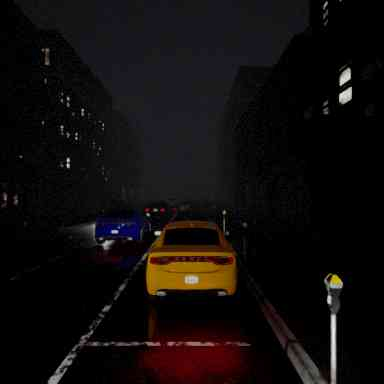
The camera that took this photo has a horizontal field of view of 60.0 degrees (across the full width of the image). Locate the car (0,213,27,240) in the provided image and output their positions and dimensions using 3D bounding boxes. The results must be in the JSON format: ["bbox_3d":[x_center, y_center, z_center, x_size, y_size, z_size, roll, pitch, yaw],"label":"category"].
[{"bbox_3d":[-8.835,1.583,14.612,1.802,1.307,4.206,0,0,0],"label":"car"}]

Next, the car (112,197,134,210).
[{"bbox_3d":[-8.834,1.439,42.793,1.967,1.590,4.097,0,0,0],"label":"car"}]

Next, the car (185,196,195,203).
[{"bbox_3d":[-0.453,1.545,70.970,2.008,1.369,4.403,0,0,0],"label":"car"}]

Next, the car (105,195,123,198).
[{"bbox_3d":[-8.833,1.314,37.157,2.192,1.841,5.009,0,0,0],"label":"car"}]

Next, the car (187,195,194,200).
[{"bbox_3d":[-0.452,1.513,93.685,1.752,1.417,4.829,0,0,0],"label":"car"}]

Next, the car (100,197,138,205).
[{"bbox_3d":[-6.243,1.492,28.226,2.128,1.511,4.902,0,0,0],"label":"car"}]

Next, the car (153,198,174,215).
[{"bbox_3d":[-3.050,1.547,29.963,2.033,1.411,5.357,0,0,0],"label":"car"}]

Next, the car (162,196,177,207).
[{"bbox_3d":[-3.047,1.523,50.962,1.812,1.442,4.674,0,0,0],"label":"car"}]

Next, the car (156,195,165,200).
[{"bbox_3d":[-8.834,1.539,93.519,2.008,1.369,4.403,0,0,0],"label":"car"}]

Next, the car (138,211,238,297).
[{"bbox_3d":[-0.005,1.478,8.649,1.882,1.535,5.008,0,0,0],"label":"car"}]

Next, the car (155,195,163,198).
[{"bbox_3d":[-8.834,1.541,87.882,2.008,1.369,4.403,0,0,0],"label":"car"}]

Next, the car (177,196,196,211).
[{"bbox_3d":[-0.454,1.525,37.323,1.752,1.417,4.829,0,0,0],"label":"car"}]

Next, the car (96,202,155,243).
[{"bbox_3d":[-3.146,1.478,16.023,1.882,1.535,5.008,0,0,0],"label":"car"}]
